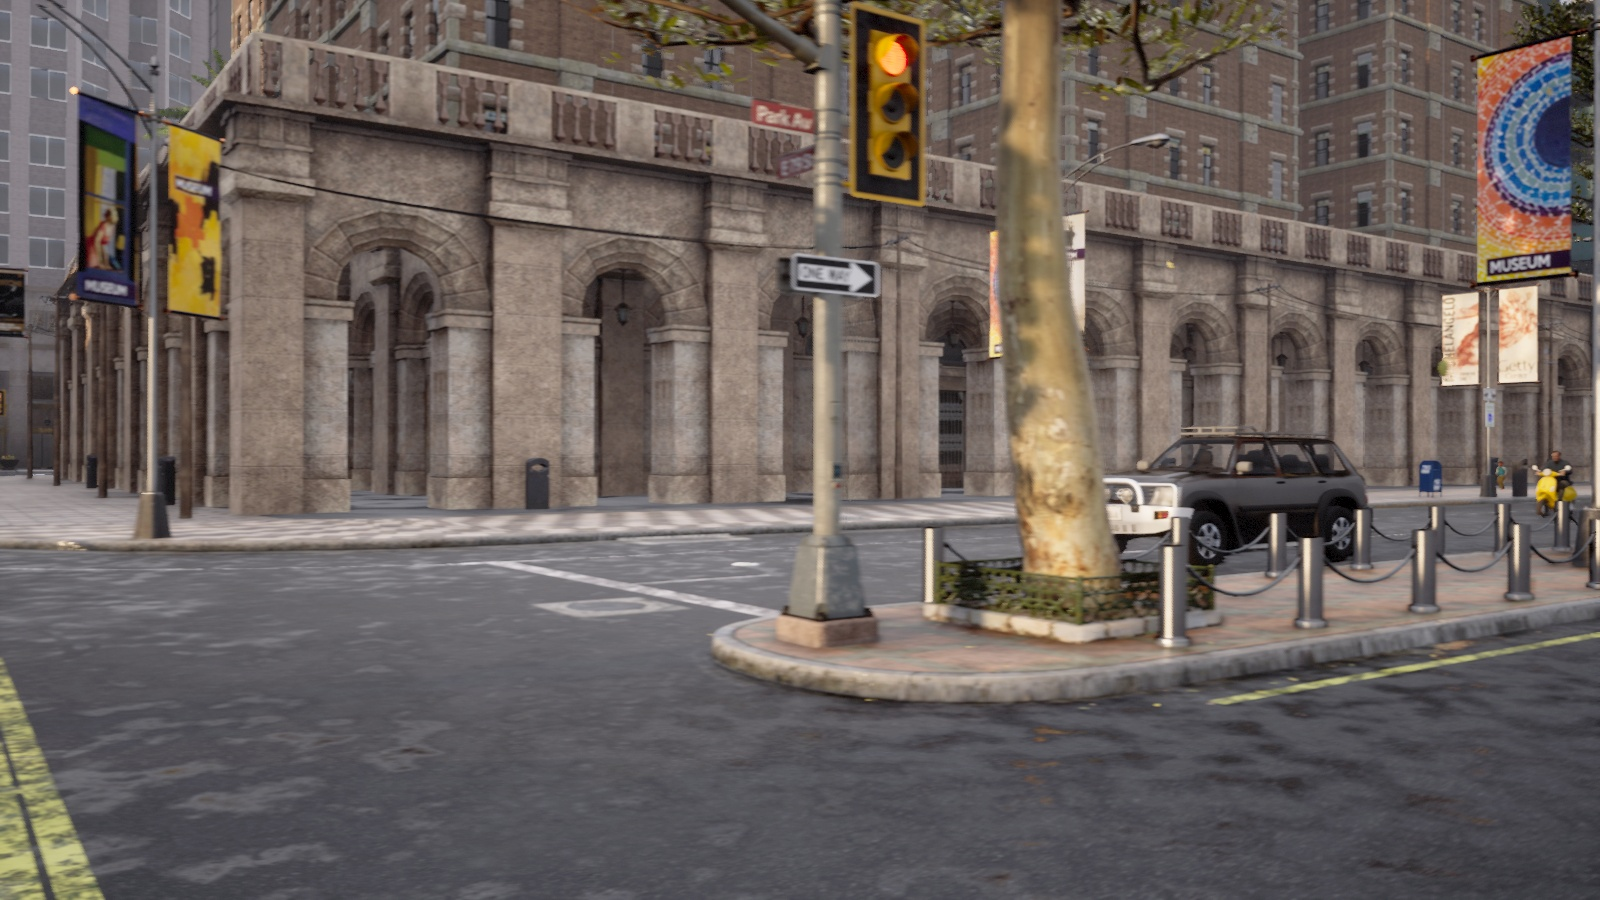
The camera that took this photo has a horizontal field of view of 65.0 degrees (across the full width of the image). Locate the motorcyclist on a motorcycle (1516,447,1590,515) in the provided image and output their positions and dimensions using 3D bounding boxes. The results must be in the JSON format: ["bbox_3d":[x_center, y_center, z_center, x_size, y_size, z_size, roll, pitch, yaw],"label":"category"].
[{"bbox_3d":[18.182,0.734,30.326,1.817,1.590,0.866,0,0,-35],"label":"motorcyclist on a motorcycle"}]

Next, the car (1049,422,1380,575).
[{"bbox_3d":[5.796,0.592,17.368,4.605,1.855,1.932,0,0,-34],"label":"car"}]

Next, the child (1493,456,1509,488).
[{"bbox_3d":[26.437,0.842,47.350,0.448,1.192,0.343,0,0,-27],"label":"child"}]
